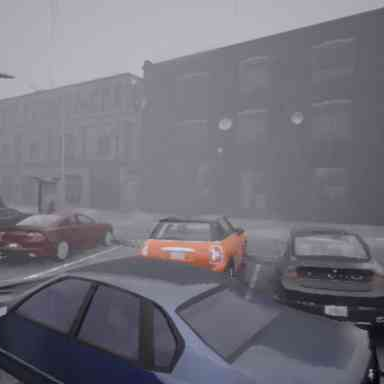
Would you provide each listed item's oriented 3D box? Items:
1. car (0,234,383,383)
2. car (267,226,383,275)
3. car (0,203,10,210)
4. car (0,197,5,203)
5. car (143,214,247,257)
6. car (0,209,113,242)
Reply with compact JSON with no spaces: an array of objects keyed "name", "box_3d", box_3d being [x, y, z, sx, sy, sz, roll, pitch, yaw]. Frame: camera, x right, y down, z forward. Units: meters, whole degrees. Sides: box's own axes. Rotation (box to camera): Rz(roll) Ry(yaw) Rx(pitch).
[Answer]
[{"name":"car","box_3d":[-0.759,1.545,3.892,5.357,1.411,2.033,0,0,35]},{"name":"car","box_3d":[2.717,1.480,7.145,2.231,1.521,4.892,0,-1,15]},{"name":"car","box_3d":[-9.717,1.470,15.721,2.097,1.535,5.008,1,-1,13]},{"name":"car","box_3d":[-12.241,1.216,17.359,2.435,2.045,5.566,1,-1,13]},{"name":"car","box_3d":[0.242,1.351,8.875,2.185,1.767,4.553,0,-1,15]},{"name":"car","box_3d":[-4.720,1.473,12.333,2.097,1.535,5.008,0,-1,14]}]
